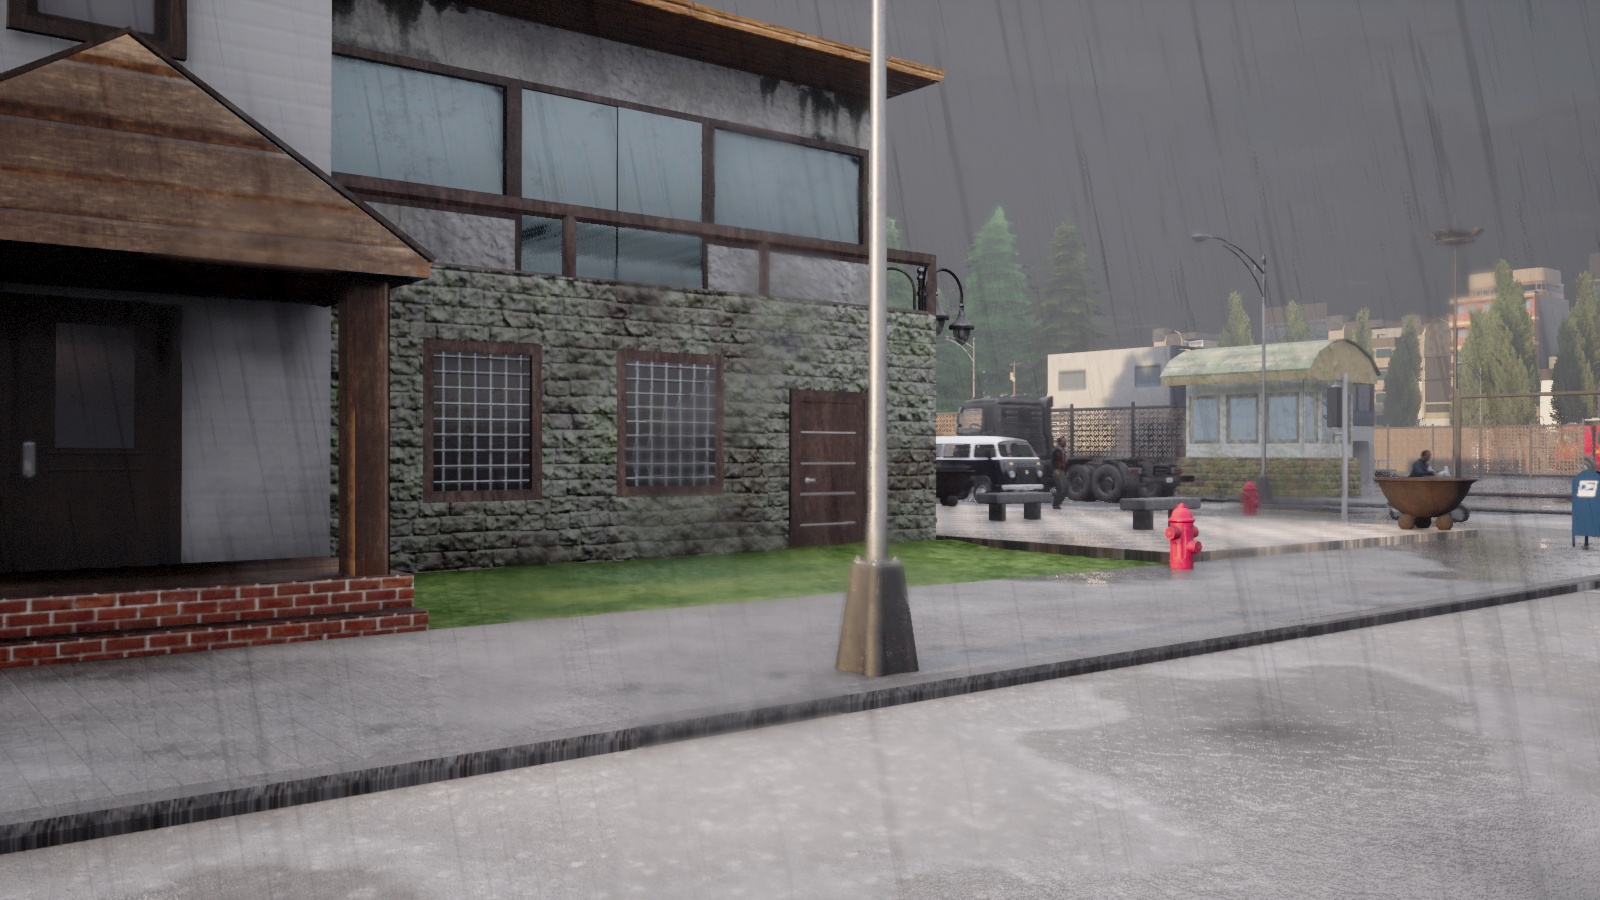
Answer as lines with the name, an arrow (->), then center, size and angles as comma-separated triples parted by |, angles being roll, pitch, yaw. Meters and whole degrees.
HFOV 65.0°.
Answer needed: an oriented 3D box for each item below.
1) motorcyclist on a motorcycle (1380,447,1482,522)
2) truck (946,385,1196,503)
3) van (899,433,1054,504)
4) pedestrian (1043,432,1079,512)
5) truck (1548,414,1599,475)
motorcyclist on a motorcycle -> 13.908, 0.737, 27.708 | 0.866, 1.590, 1.817 | 0, 0, -38
truck -> 8.609, -0.156, 40.892 | 2.891, 3.462, 7.936 | 0, 0, -38
van -> 5.350, 0.555, 38.559 | 2.069, 2.038, 4.480 | 0, -1, -38
pedestrian -> 6.154, 0.513, 29.627 | 0.720, 1.854, 0.376 | 0, 0, 43
truck -> 52.102, -0.338, 78.686 | 2.891, 3.827, 8.468 | 0, 0, -39
